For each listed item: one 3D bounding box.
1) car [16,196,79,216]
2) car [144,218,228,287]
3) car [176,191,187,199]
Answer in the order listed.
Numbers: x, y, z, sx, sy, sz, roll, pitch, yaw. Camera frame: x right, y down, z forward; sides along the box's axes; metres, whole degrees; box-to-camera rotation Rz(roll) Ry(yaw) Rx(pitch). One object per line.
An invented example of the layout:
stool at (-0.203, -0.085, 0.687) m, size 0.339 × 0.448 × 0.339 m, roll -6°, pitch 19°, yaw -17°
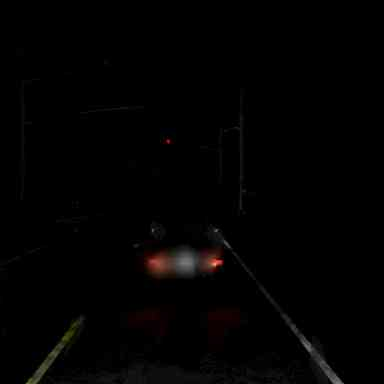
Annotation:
car at (-11.409, 1.083, 26.139) m, size 4.902 × 1.511 × 2.128 m, roll 0°, pitch 1°, yaw -2°
car at (-0.175, 1.411, 9.025) m, size 2.033 × 1.411 × 5.357 m, roll 0°, pitch 1°, yaw -1°
car at (-1.977, 0.581, 63.489) m, size 1.812 × 1.442 × 4.674 m, roll 0°, pitch 1°, yaw -2°
